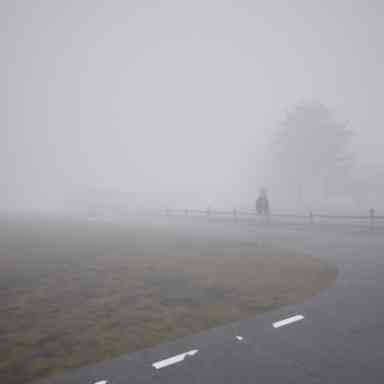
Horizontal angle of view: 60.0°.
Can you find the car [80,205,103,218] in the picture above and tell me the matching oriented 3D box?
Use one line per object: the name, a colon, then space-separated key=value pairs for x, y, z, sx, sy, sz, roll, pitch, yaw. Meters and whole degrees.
car: x=-13.301 y=2.554 z=43.785 sx=1.837 sy=1.490 sz=4.892 roll=0 pitch=0 yaw=-35
